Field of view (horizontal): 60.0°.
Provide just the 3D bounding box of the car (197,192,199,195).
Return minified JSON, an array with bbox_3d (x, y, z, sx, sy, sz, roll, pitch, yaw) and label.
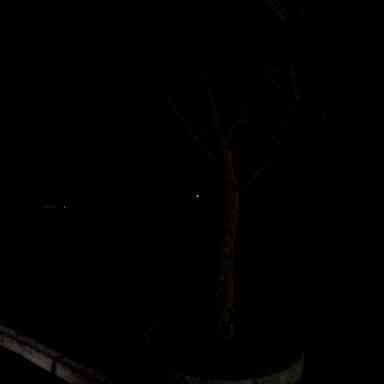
[{"bbox_3d":[2.749,0.934,70.019,2.150,2.045,5.566,1,0,32],"label":"car"}]
